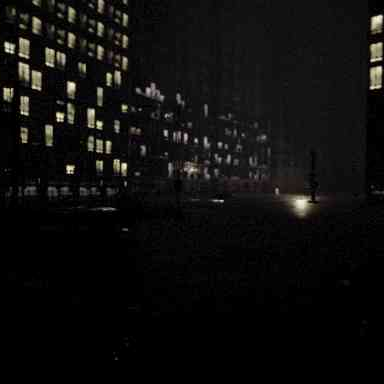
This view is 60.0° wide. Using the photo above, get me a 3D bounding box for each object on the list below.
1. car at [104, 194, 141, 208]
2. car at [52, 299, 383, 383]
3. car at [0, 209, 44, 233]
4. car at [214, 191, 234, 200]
[{"bbox_3d":[-7.540,0.960,36.523,1.994,1.385,4.181,1,1,34],"label":"car"},{"bbox_3d":[0.768,1.562,2.477,4.313,1.339,1.947,0,1,36],"label":"car"},{"bbox_3d":[-9.880,1.389,15.662,2.033,1.411,5.357,1,2,34],"label":"car"},{"bbox_3d":[5.357,0.594,55.229,1.994,1.385,4.181,1,1,35],"label":"car"}]
